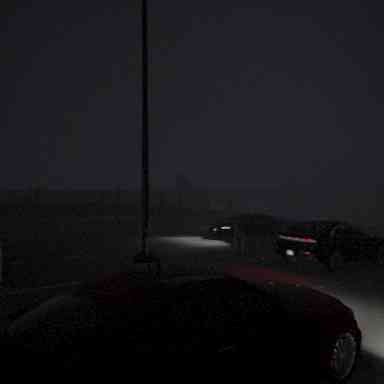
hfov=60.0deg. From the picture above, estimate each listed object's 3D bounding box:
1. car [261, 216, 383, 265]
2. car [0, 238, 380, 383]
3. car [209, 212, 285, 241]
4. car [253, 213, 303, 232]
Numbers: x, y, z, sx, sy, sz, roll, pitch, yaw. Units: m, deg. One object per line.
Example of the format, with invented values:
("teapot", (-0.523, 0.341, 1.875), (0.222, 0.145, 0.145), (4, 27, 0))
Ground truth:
("car", (4.987, 1.764, 11.607), (4.902, 1.511, 2.128), (3, -2, -35))
("car", (0.015, 1.541, 3.758), (4.674, 1.442, 1.812), (1, 0, -36))
("car", (3.215, 1.938, 19.148), (4.892, 1.490, 1.837), (5, -3, -35))
("car", (8.115, 2.876, 31.193), (4.674, 1.442, 1.812), (8, -4, -35))
